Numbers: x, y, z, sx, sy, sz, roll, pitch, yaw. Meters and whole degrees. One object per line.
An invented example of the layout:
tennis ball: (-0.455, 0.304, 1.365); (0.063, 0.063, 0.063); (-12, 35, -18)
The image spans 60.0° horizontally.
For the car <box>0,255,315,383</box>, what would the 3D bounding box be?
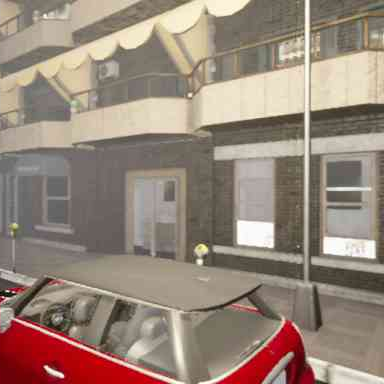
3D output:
car: (-0.950, 1.427, 3.552); (4.097, 1.590, 1.967); (0, 0, 36)
